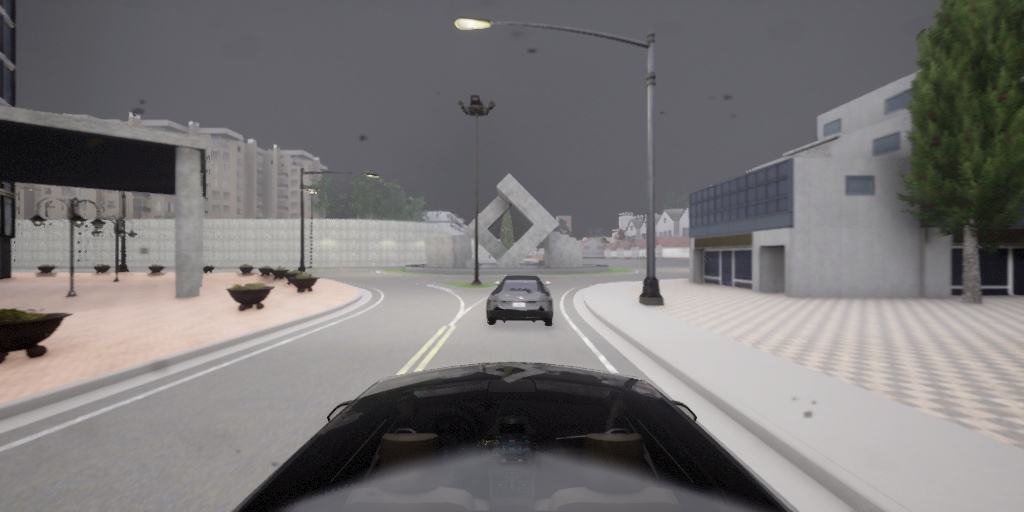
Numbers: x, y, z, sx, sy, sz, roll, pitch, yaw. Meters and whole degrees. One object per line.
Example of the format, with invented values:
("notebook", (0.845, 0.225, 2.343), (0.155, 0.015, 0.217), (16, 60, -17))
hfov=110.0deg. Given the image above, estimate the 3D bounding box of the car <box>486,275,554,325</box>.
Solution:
("car", (0.350, 1.315, 11.893), (1.994, 1.385, 4.181), (0, 0, 4))
